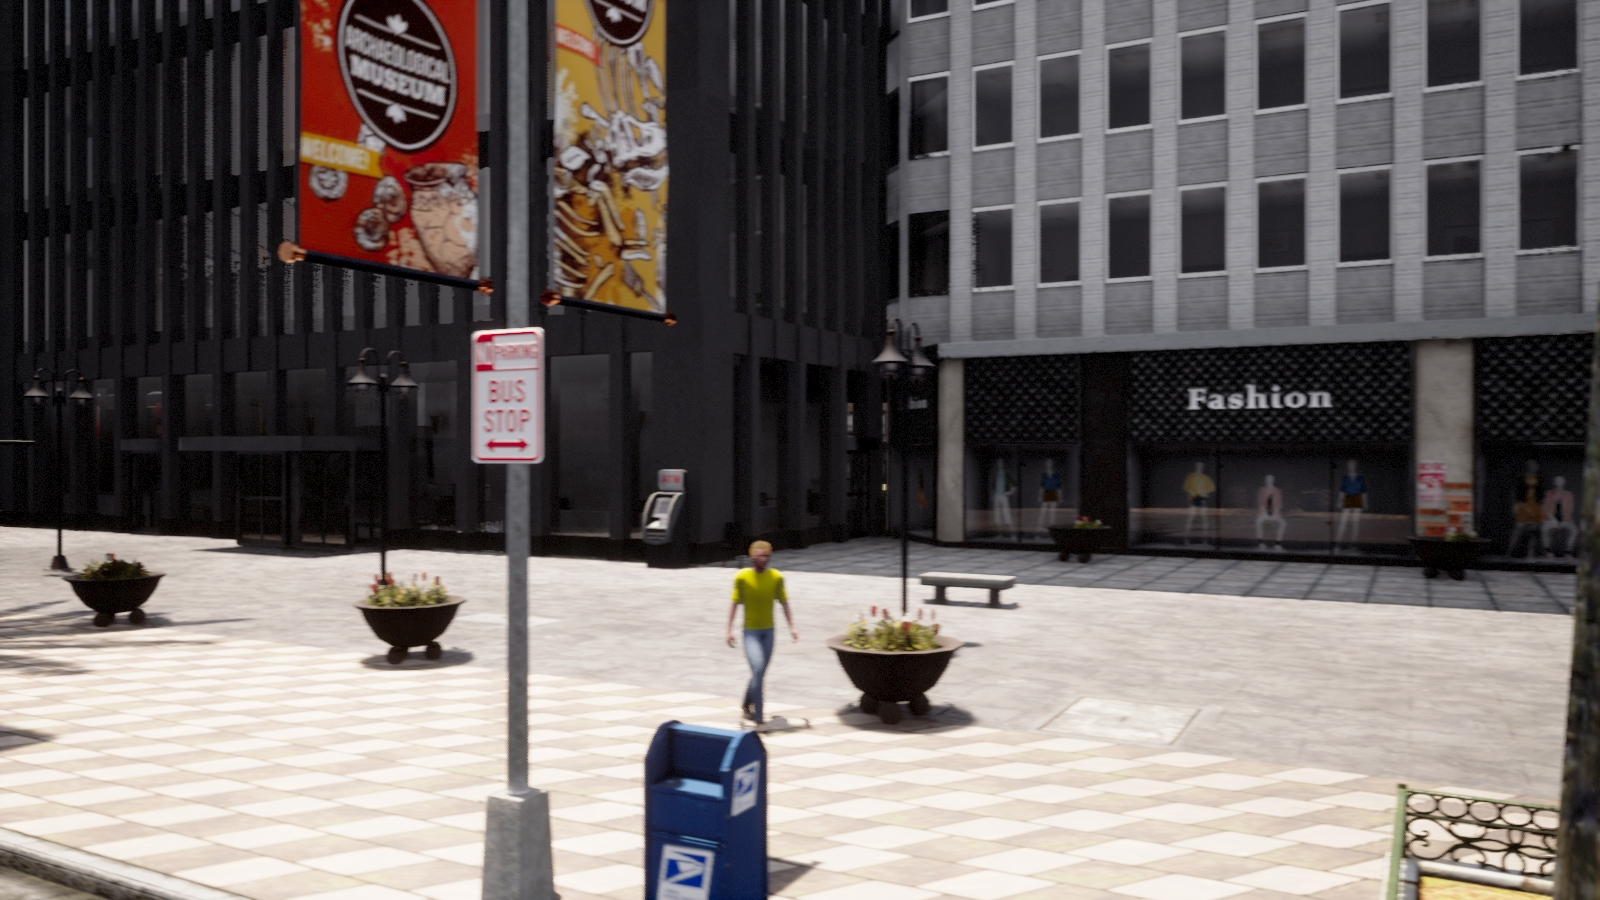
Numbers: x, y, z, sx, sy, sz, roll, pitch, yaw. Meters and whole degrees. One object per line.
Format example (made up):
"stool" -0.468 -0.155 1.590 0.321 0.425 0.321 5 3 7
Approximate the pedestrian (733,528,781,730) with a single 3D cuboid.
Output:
"pedestrian" -0.415 1.694 10.959 0.375 1.860 0.375 0 0 -18
